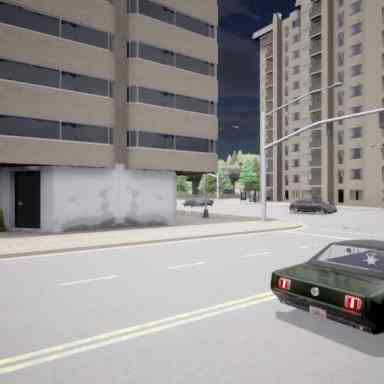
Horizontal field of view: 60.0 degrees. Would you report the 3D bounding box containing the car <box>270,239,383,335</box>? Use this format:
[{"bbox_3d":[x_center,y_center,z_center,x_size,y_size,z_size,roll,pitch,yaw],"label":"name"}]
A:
[{"bbox_3d":[3.797,1.601,6.483,4.718,1.301,1.895,0,0,-35],"label":"car"}]

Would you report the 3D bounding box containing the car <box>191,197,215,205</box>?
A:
[{"bbox_3d":[1.859,1.600,59.889,1.895,1.301,4.718,0,0,-35],"label":"car"}]

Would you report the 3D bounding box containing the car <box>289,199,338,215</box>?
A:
[{"bbox_3d":[12.115,1.504,33.502,1.837,1.490,4.892,0,0,-37],"label":"car"}]

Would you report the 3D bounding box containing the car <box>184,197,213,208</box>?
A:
[{"bbox_3d":[0.621,1.563,49.321,1.994,1.385,4.181,0,0,-36],"label":"car"}]
